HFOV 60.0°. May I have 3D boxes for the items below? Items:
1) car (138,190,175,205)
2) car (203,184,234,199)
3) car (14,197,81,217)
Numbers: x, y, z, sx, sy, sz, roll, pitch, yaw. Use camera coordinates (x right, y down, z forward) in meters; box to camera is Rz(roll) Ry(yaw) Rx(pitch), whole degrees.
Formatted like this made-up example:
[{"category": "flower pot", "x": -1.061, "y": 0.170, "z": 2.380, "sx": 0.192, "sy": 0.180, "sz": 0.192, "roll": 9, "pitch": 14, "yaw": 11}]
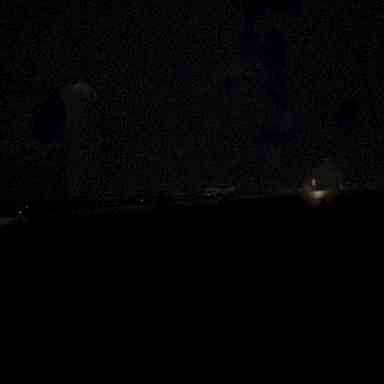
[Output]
[{"category": "car", "x": -3.795, "y": 0.598, "z": 36.207, "sx": 1.837, "sy": 1.490, "sz": 4.892, "roll": -1, "pitch": 1, "yaw": 36}, {"category": "car", "x": 3.808, "y": -0.096, "z": 46.805, "sx": 2.150, "sy": 2.045, "sz": 5.566, "roll": -1, "pitch": 1, "yaw": 36}, {"category": "car", "x": -11.158, "y": 1.116, "z": 25.902, "sx": 1.895, "sy": 1.301, "sz": 4.718, "roll": -1, "pitch": 1, "yaw": 36}]
